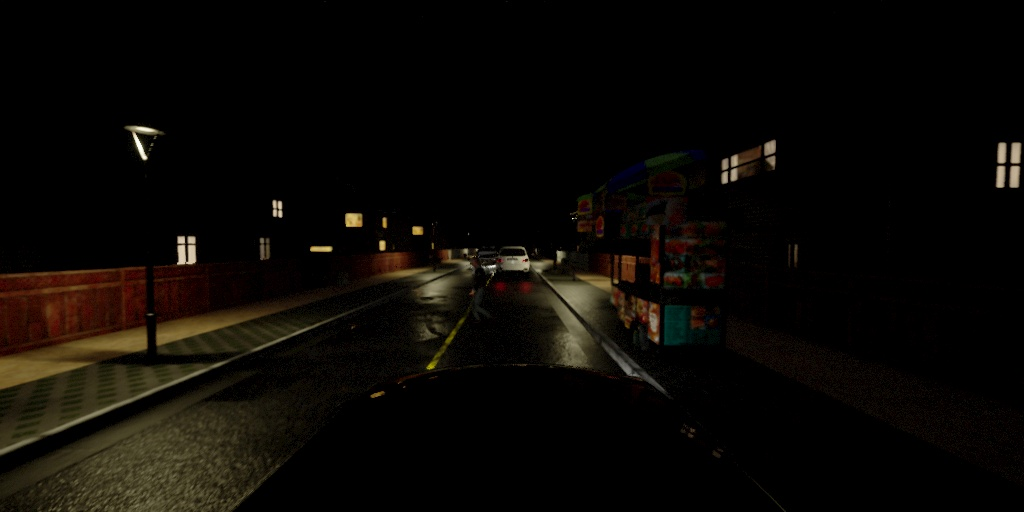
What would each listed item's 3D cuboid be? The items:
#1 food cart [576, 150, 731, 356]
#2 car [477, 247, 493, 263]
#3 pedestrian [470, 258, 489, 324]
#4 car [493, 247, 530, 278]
[{"bbox_3d":[3.011,0.052,7.917,2.280,3.560,4.660,0,0,0],"label":"food cart"},{"bbox_3d":[-2.827,-0.096,42.002,2.150,2.045,5.566,0,1,0],"label":"car"},{"bbox_3d":[-0.856,0.844,9.329,0.375,1.860,0.375,-1,2,-3],"label":"pedestrian"},{"bbox_3d":[0.068,0.357,25.020,2.150,2.045,5.566,0,2,0],"label":"car"}]
